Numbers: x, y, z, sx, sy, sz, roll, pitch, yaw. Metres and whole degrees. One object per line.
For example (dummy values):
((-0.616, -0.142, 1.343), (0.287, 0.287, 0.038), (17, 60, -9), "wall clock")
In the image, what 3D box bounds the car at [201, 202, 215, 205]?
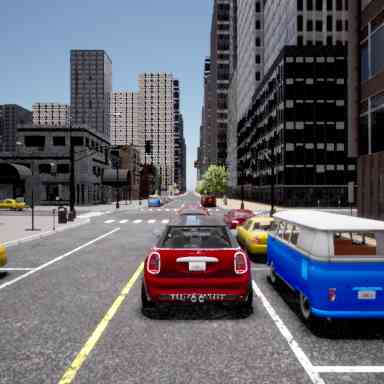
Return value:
((0.086, 1.482, 17.299), (1.882, 1.535, 5.008), (0, 0, 0), "car")

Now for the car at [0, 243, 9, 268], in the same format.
((-5.698, 1.525, 6.775), (1.752, 1.417, 4.829), (0, 0, 0), "car")

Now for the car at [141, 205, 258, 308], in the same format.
((0.093, 1.352, 8.093), (2.097, 1.767, 4.553), (0, 0, 0), "car")

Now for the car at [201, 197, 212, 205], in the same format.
((2.637, 1.621, 61.715), (1.887, 1.381, 4.507), (0, 0, 0), "car")

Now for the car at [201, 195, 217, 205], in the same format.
((2.645, 1.369, 50.667), (2.192, 1.841, 5.009), (0, 0, 0), "car")

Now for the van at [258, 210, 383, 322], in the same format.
((2.682, 1.341, 6.952), (1.690, 1.788, 3.998), (0, 0, 0), "van")

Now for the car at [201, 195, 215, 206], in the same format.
((2.641, 1.380, 56.191), (2.192, 1.841, 5.009), (0, 0, 0), "car")

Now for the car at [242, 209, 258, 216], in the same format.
((2.677, 1.527, 12.786), (1.752, 1.417, 4.829), (0, 0, 0), "car")

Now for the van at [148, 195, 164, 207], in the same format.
((-5.734, 1.395, 50.658), (1.690, 1.788, 3.998), (0, 0, 0), "van")

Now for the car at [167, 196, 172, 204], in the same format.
((-5.748, 1.529, 67.231), (1.967, 1.590, 4.097), (0, 0, 0), "car")

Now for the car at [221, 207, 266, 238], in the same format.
((2.673, 1.587, 18.279), (1.802, 1.307, 4.206), (0, 0, 0), "car")

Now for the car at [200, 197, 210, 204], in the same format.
((2.633, 1.655, 67.239), (1.947, 1.339, 4.313), (0, 0, 0), "car")

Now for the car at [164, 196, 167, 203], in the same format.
((-5.739, 1.505, 56.181), (1.967, 1.590, 4.097), (0, 0, 0), "car")

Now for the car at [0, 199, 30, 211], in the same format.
((-21.440, 1.469, 38.476), (4.829, 1.417, 1.752), (0, 0, 0), "car")

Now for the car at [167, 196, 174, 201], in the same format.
((-5.765, 1.673, 89.155), (1.752, 1.417, 4.829), (0, 0, 0), "car")
